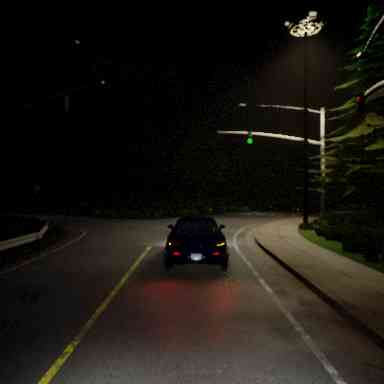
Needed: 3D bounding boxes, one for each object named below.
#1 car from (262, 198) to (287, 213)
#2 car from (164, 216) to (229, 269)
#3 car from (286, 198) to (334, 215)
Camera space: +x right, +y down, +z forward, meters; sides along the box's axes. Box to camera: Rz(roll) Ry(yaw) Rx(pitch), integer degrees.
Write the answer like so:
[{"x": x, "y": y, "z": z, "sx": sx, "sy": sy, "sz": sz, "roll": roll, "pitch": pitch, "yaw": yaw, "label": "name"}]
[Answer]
[{"x": 9.889, "y": 1.445, "z": 36.165, "sx": 5.008, "sy": 1.535, "sz": 1.882, "roll": 0, "pitch": 0, "yaw": -29, "label": "car"}, {"x": 0.145, "y": 1.516, "z": 10.966, "sx": 1.812, "sy": 1.442, "sz": 4.674, "roll": 0, "pitch": 0, "yaw": 1, "label": "car"}, {"x": 12.182, "y": 1.462, "z": 33.134, "sx": 4.902, "sy": 1.511, "sz": 2.128, "roll": 0, "pitch": 0, "yaw": -32, "label": "car"}]
